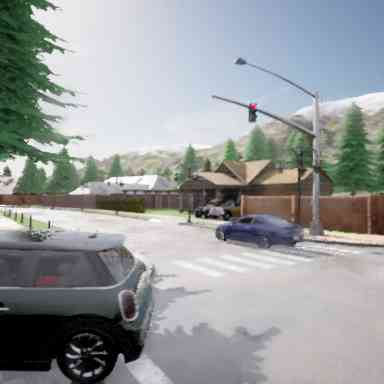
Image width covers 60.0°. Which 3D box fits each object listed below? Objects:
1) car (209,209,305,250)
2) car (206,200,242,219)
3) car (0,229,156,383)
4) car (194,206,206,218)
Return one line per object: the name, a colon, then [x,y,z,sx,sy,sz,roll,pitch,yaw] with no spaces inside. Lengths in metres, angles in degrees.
car: [3.059,1.774,15.687,1.812,1.442,4.674,0,0,-34]
car: [3.955,1.678,31.666,4.605,1.855,1.932,1,-1,-34]
car: [-2.855,1.376,4.911,4.553,1.767,2.097,2,3,-1]
car: [2.232,1.702,33.538,3.866,1.878,1.905,1,-1,-34]
